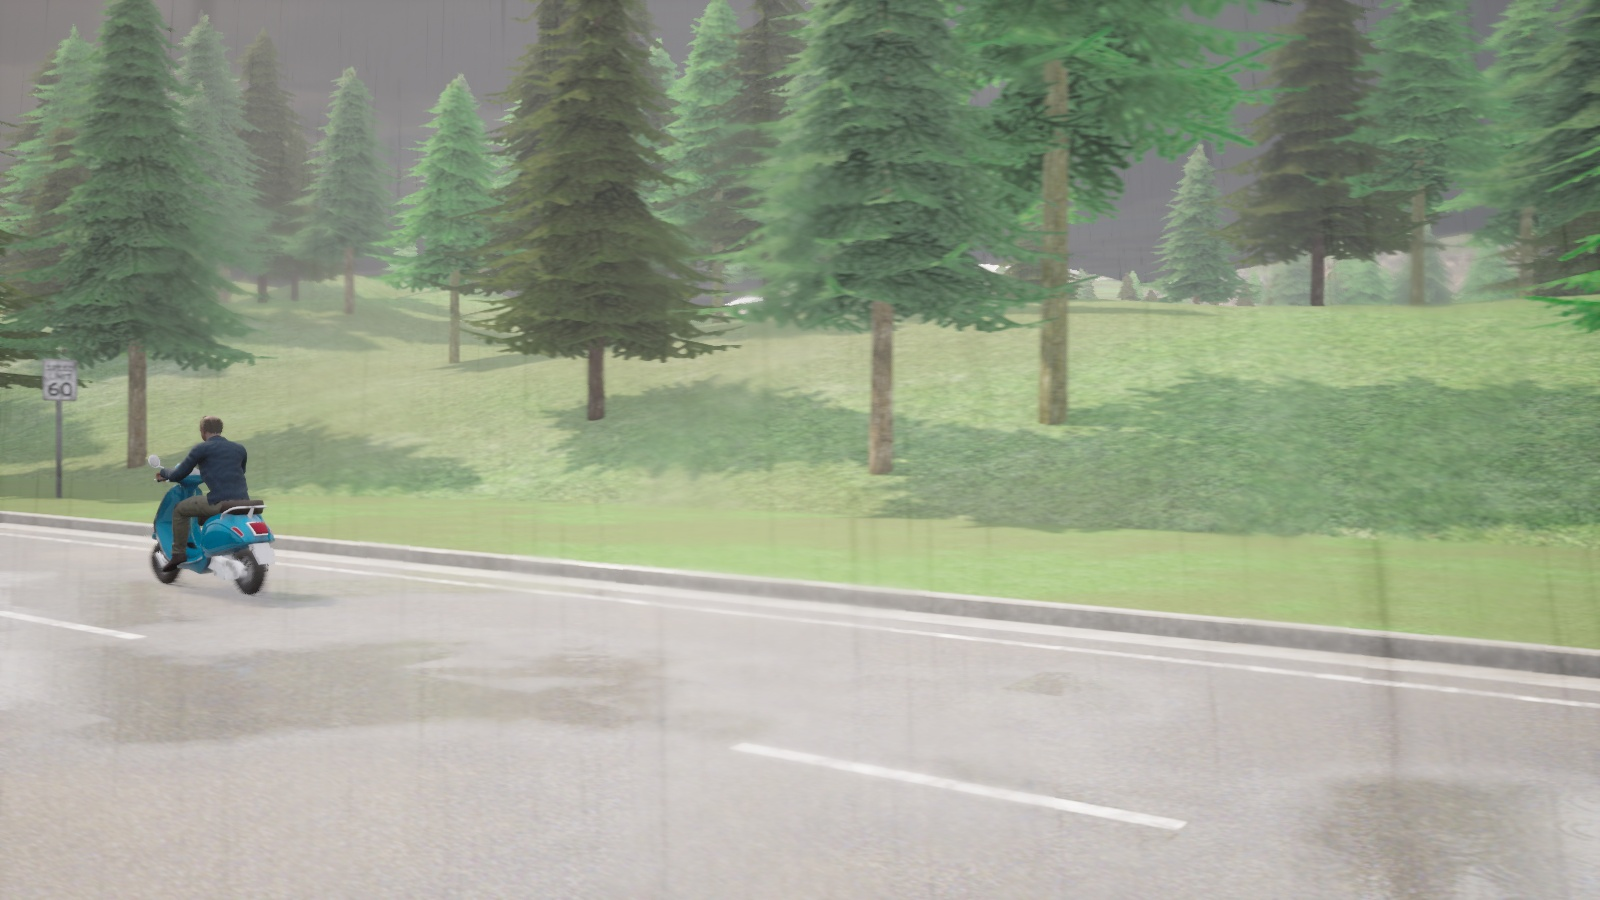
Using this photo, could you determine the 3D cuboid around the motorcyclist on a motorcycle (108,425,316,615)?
[{"bbox_3d":[-5.334,0.580,11.368,1.817,1.590,0.866,0,1,34],"label":"motorcyclist on a motorcycle"}]
